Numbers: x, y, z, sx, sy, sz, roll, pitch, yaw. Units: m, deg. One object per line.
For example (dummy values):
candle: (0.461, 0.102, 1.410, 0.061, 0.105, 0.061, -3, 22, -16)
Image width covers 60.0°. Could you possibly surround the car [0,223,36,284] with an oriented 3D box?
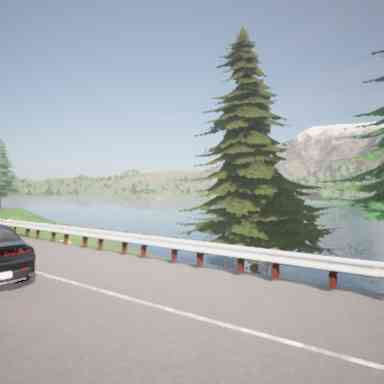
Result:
car: (-5.830, 1.501, 8.432, 4.892, 1.490, 1.837, 0, 0, 38)
